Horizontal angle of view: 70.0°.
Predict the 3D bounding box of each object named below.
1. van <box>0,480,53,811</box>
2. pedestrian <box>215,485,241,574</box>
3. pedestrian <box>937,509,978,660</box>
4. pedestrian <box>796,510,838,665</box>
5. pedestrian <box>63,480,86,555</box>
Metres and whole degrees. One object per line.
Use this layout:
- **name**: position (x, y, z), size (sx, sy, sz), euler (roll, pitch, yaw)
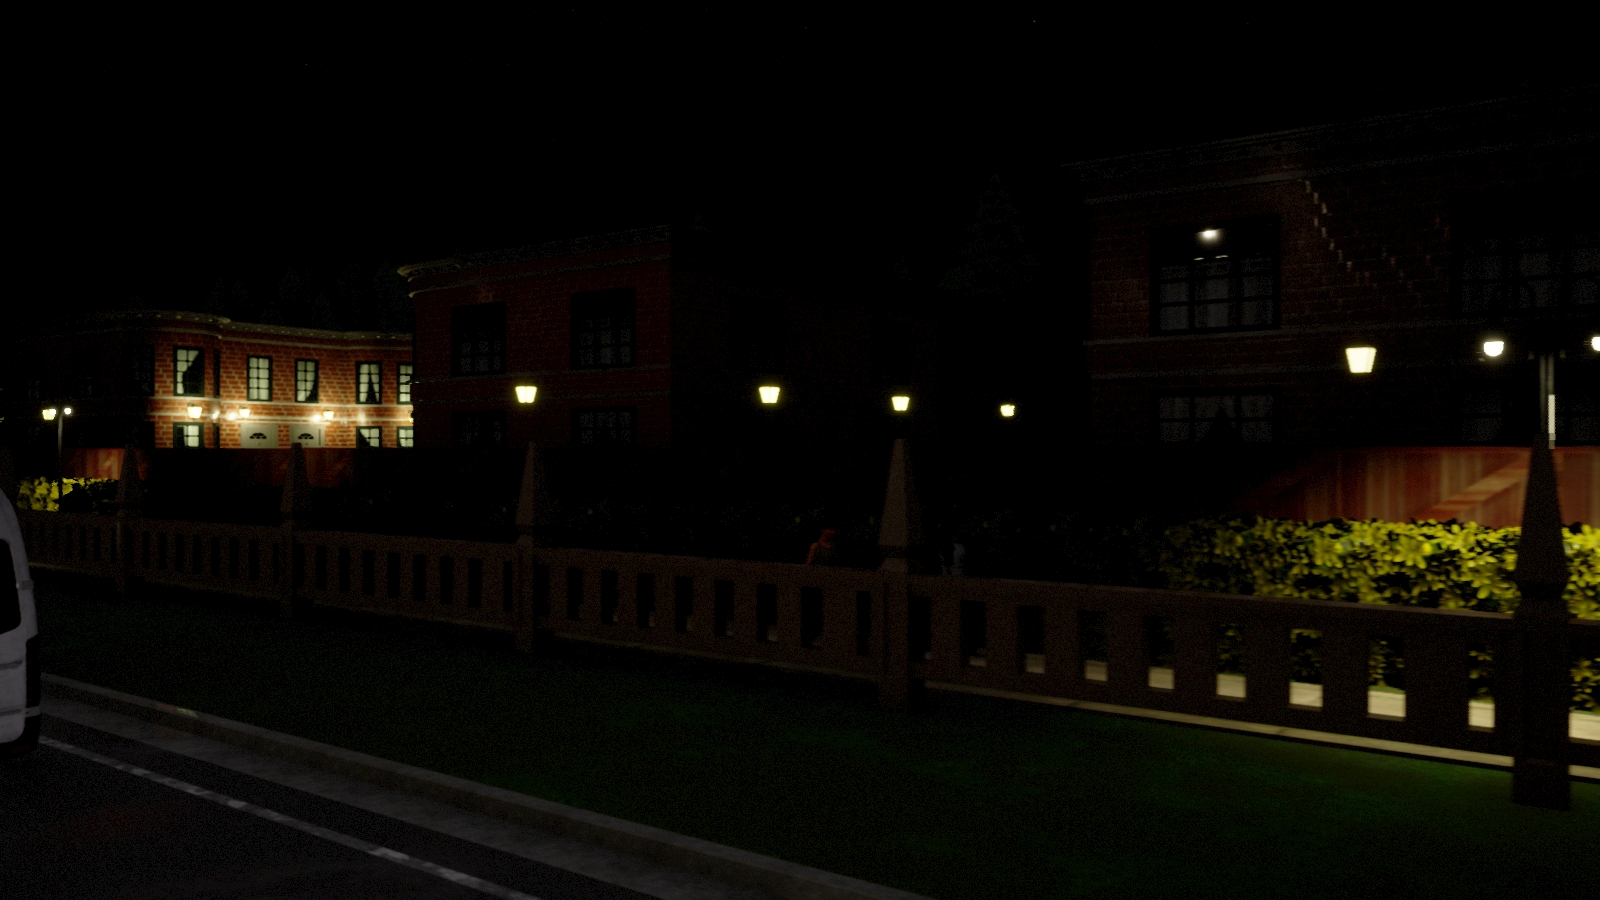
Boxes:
- **van**: position (-9.012, 1.534, 10.092), size (5.915, 2.561, 1.988), euler (0, 0, 35)
- **pedestrian**: position (-12.216, 1.695, 24.394), size (0.375, 1.860, 0.375), euler (0, 0, 35)
- **pedestrian**: position (2.013, 1.696, 14.569), size (0.375, 1.860, 0.375), euler (0, 0, 38)
- **pedestrian**: position (0.215, 1.696, 14.207), size (0.375, 1.860, 0.375), euler (0, 0, 34)
- **pedestrian**: position (-18.237, 1.694, 28.712), size (0.375, 1.860, 0.375), euler (0, 0, 36)
